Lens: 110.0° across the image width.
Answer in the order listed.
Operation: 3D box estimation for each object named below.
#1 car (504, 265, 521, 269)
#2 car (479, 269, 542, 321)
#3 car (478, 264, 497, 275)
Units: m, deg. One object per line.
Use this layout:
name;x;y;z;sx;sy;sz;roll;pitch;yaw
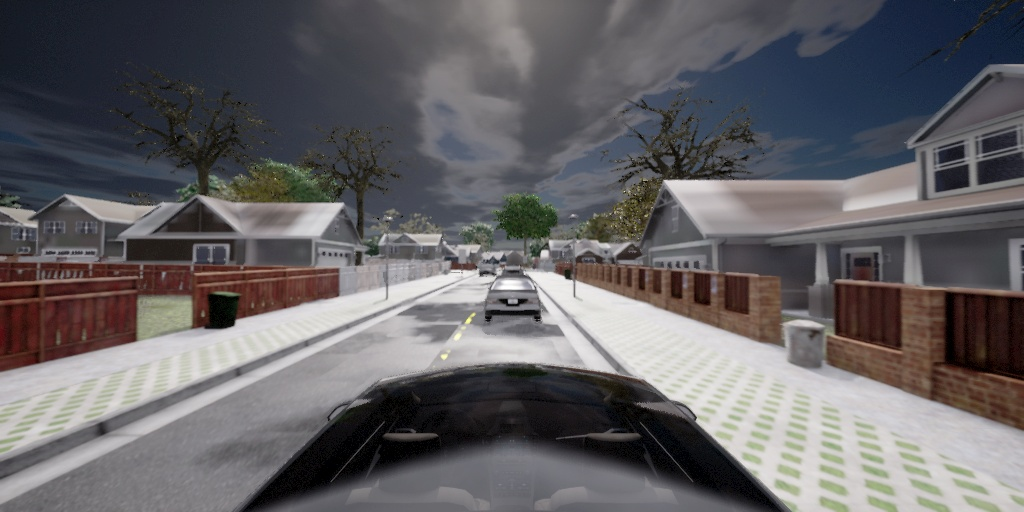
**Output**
car;0.068;1.509;31.406;1.837;1.490;4.892;0;-1;0
car;0.043;1.372;12.842;2.033;1.411;5.357;0;0;0
car;-2.823;1.634;41.935;1.837;1.490;4.892;0;-1;0
